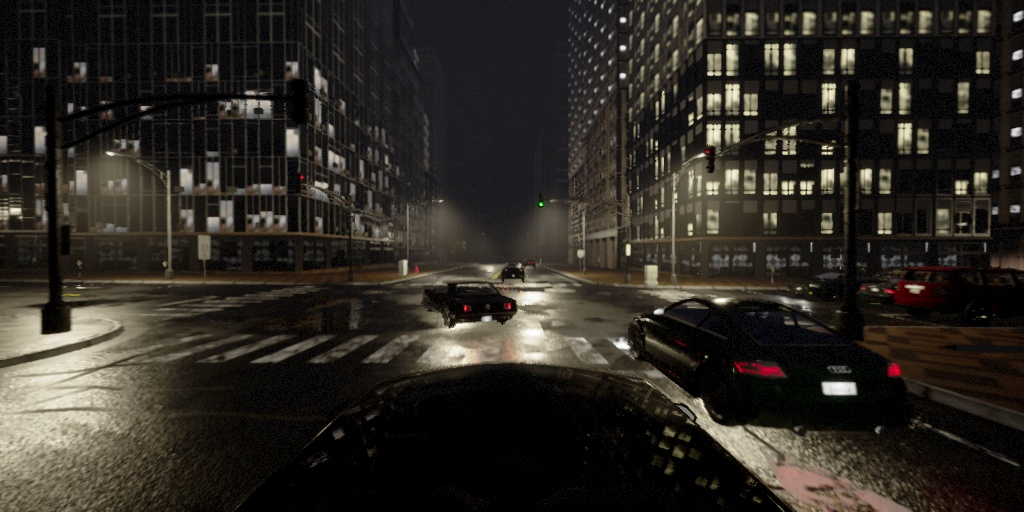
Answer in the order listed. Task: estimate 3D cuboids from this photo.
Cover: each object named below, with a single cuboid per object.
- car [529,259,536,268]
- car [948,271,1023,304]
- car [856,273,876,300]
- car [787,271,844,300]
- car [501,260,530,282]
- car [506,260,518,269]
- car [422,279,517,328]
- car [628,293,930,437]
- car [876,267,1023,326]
[{"bbox_3d":[3.235,1.360,64.229,1.837,1.490,4.892,0,0,0],"label":"car"},{"bbox_3d":[25.720,1.548,17.878,5.357,1.411,2.033,1,1,1],"label":"car"},{"bbox_3d":[18.009,1.519,15.090,5.357,1.411,2.033,1,1,6],"label":"car"},{"bbox_3d":[16.438,1.482,18.040,4.181,1.385,1.994,1,1,1],"label":"car"},{"bbox_3d":[0.096,1.298,29.657,2.128,1.511,4.902,0,0,0],"label":"car"},{"bbox_3d":[-0.014,1.400,62.628,2.033,1.411,5.357,0,0,0],"label":"car"},{"bbox_3d":[-1.653,1.439,12.037,1.895,1.301,4.718,1,0,-25],"label":"car"},{"bbox_3d":[3.345,1.323,5.668,1.994,1.385,4.181,0,0,0],"label":"car"},{"bbox_3d":[16.190,1.309,12.263,5.009,1.841,2.192,0,0,1],"label":"car"}]
